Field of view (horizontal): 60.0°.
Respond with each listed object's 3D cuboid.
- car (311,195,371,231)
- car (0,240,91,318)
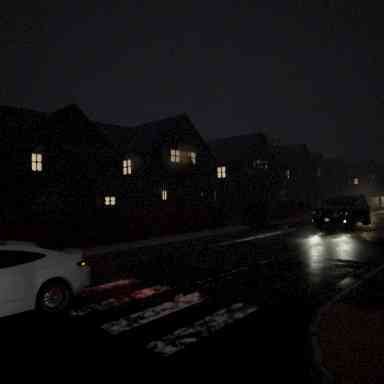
[{"bbox_3d":[9.518,1.208,20.988,2.150,2.045,5.566,-2,-1,42],"label":"car"},{"bbox_3d":[-4.112,1.655,5.923,1.812,1.442,4.674,-2,-1,42],"label":"car"}]
